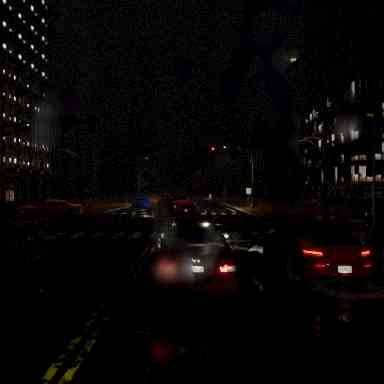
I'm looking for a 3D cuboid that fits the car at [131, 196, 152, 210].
[{"bbox_3d":[-6.670,1.439,43.499,1.882,1.535,5.008,0,0,0],"label":"car"}]

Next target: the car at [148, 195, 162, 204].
[{"bbox_3d":[-6.692,1.404,60.750,1.882,1.535,5.008,0,0,0],"label":"car"}]

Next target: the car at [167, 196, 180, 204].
[{"bbox_3d":[-3.440,1.470,62.495,2.033,1.411,5.357,0,0,0],"label":"car"}]

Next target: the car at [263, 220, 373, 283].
[{"bbox_3d":[3.334,1.522,9.559,1.812,1.442,4.674,0,0,0],"label":"car"}]

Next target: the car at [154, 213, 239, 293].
[{"bbox_3d":[0.085,1.544,8.974,2.033,1.411,5.357,0,0,0],"label":"car"}]

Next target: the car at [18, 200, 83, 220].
[{"bbox_3d":[-11.682,1.399,27.665,5.008,1.535,1.882,0,2,-30],"label":"car"}]

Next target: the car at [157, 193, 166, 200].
[{"bbox_3d":[-6.917,0.982,76.201,1.882,1.535,5.008,0,0,-2],"label":"car"}]

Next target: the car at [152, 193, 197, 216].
[{"bbox_3d":[-1.520,1.189,29.766,2.150,2.045,5.566,-1,0,-22],"label":"car"}]

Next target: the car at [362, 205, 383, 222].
[{"bbox_3d":[16.075,1.617,26.858,4.181,1.385,1.994,0,0,1],"label":"car"}]

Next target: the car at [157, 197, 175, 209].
[{"bbox_3d":[-3.417,1.451,44.821,2.128,1.511,4.902,0,0,0],"label":"car"}]
